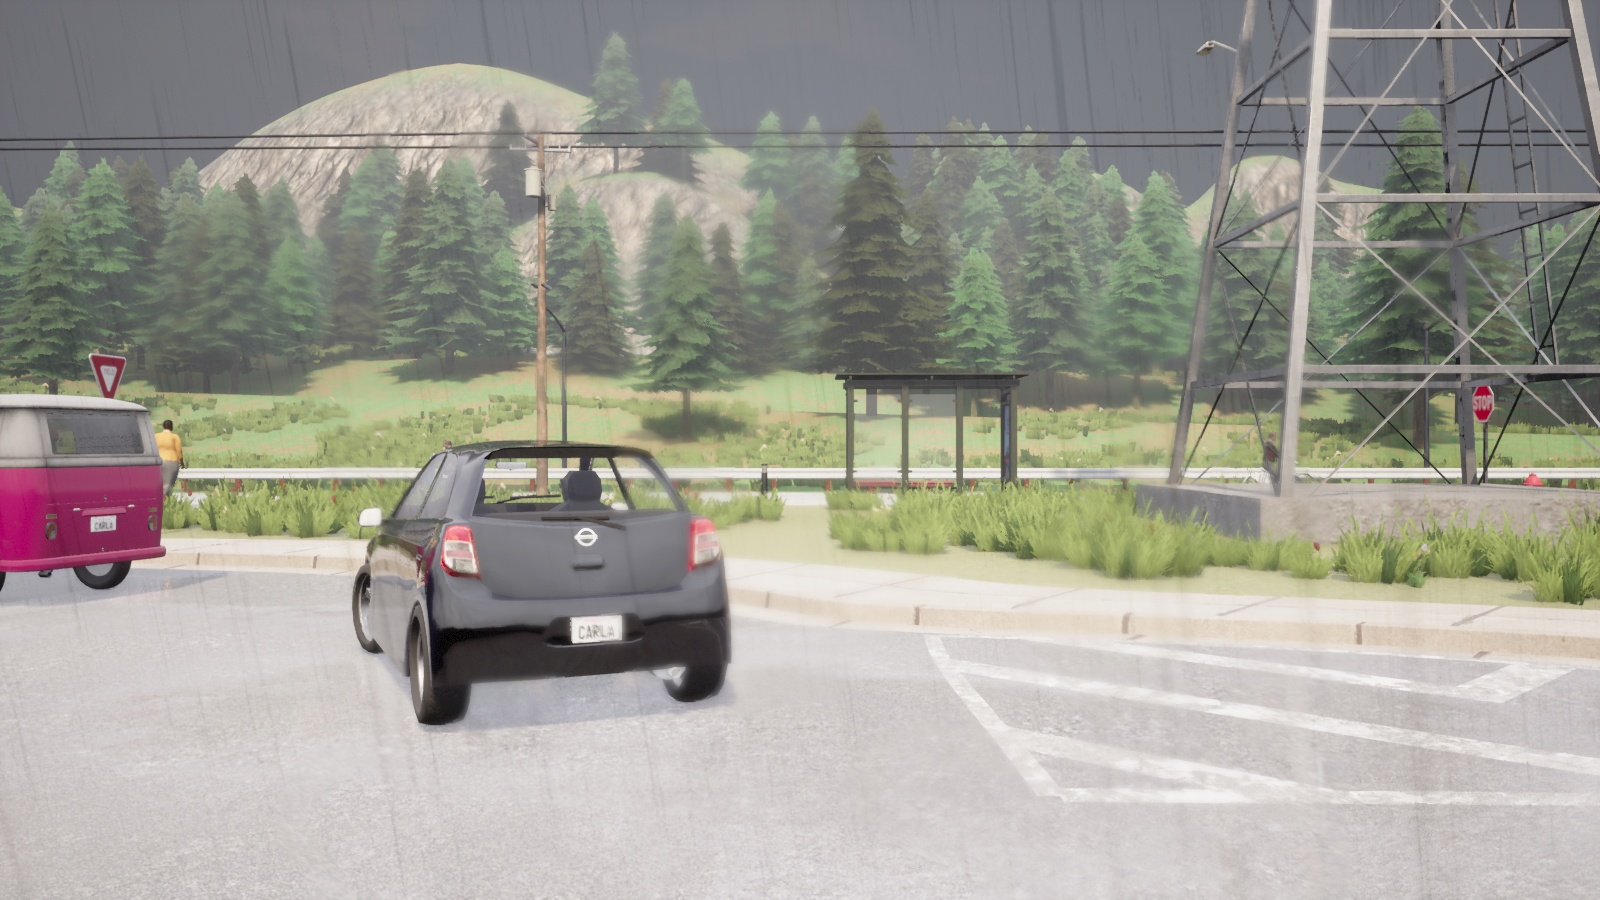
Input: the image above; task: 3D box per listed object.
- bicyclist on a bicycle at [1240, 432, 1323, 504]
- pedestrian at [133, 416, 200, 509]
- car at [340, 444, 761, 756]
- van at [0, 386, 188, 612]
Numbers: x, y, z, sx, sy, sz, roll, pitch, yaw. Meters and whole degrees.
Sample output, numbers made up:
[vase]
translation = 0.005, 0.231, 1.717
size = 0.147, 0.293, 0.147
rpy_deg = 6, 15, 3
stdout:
[bicyclist on a bicycle]
translation = 12.133, 0.448, 31.649
size = 1.843, 1.776, 0.659
rpy_deg = 0, 0, 1
[pedestrian]
translation = -12.889, 0.247, 25.576
size = 0.874, 1.855, 0.900
rpy_deg = 0, 0, 4
[car]
translation = -1.817, 0.713, 8.088
size = 1.845, 1.501, 3.633
rpy_deg = 0, 0, -25
[van]
translation = -8.610, 0.422, 12.534
size = 4.442, 1.987, 1.775
rpy_deg = 0, 0, 16
